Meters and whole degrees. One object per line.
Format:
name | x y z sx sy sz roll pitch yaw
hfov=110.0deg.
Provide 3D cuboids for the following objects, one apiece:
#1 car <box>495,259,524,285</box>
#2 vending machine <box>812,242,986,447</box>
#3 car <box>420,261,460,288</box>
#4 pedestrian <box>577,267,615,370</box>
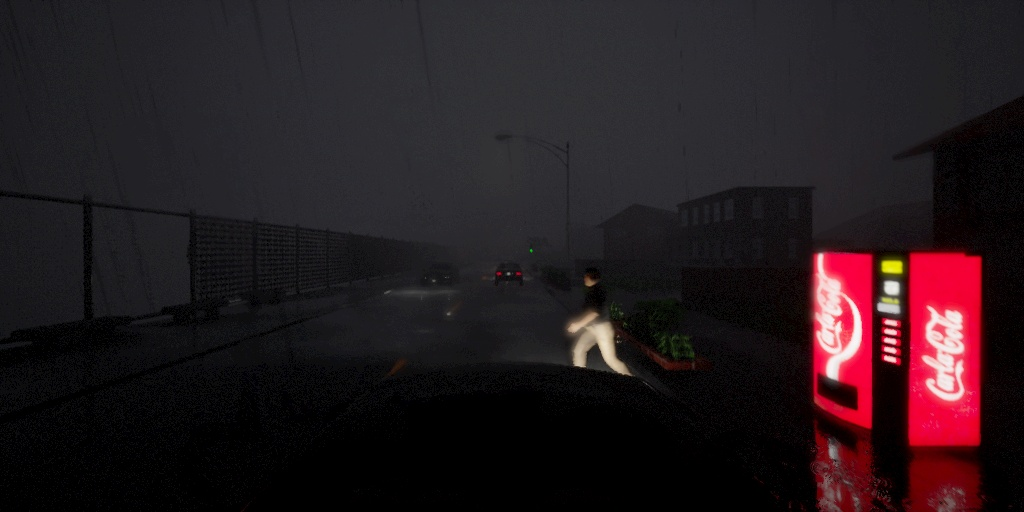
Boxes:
car | -0.189 1.127 24.496 2.033 1.411 5.357 0 0 0
vending machine | 4.275 0.927 4.091 1.100 2.100 0.880 0 0 -1
car | -4.333 1.102 22.148 1.837 1.490 4.892 0 0 -1
pedestrian | 1.191 1.018 5.098 0.375 1.860 0.375 0 0 -1
